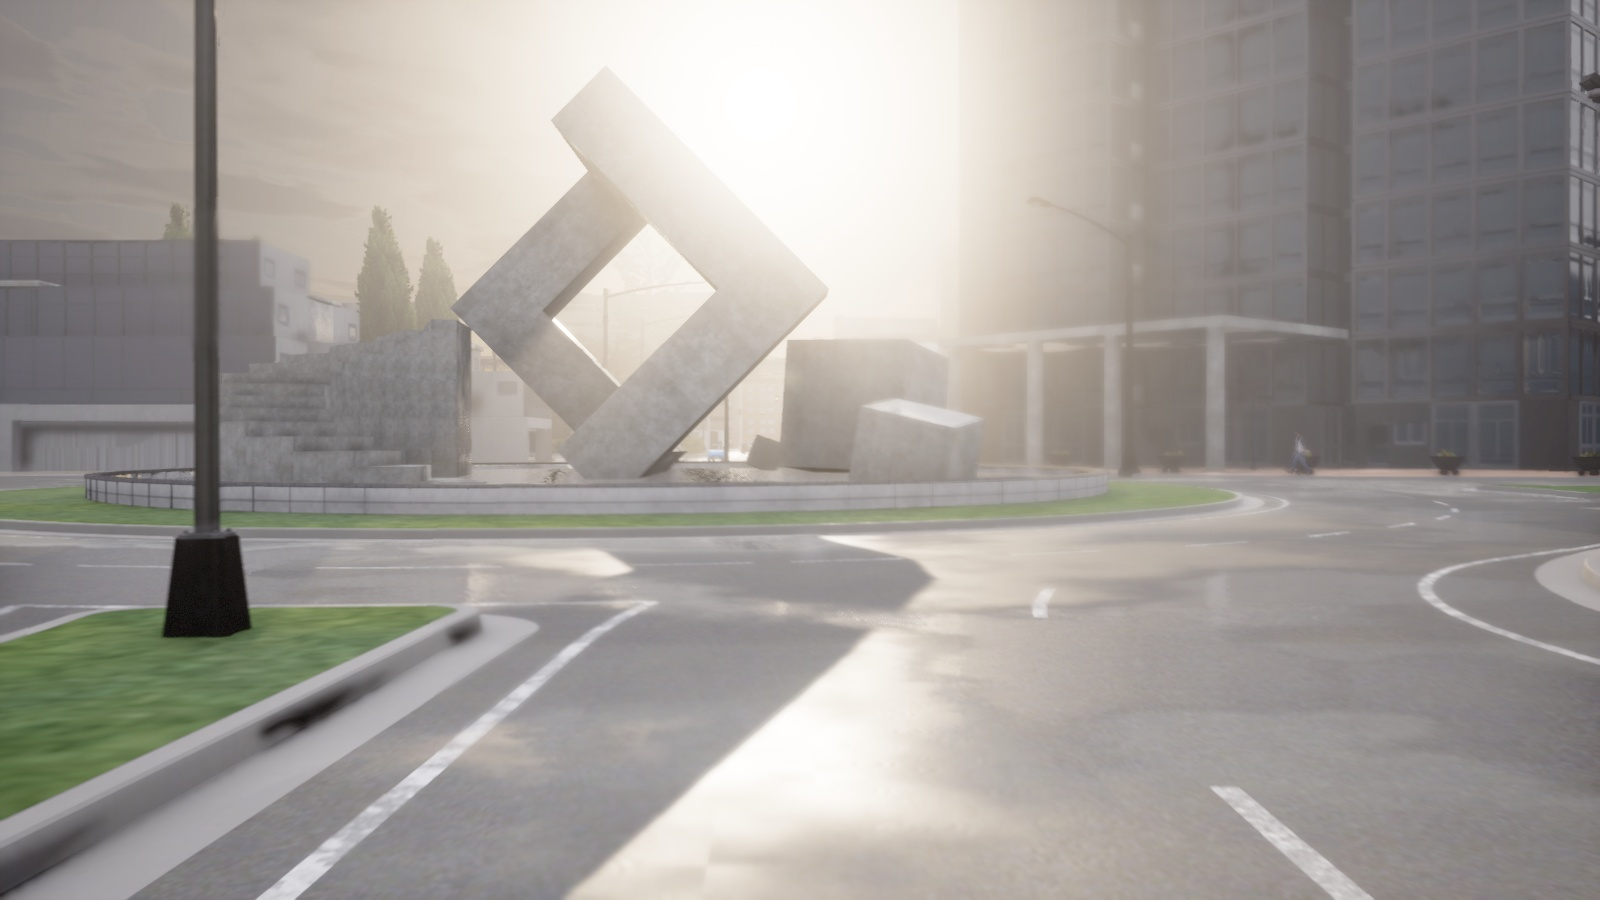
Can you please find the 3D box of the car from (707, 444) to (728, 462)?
[{"bbox_3d":[-6.285,0.203,95.477,1.481,1.376,2.207,0,0,0],"label":"car"}]

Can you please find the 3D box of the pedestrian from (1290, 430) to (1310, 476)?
[{"bbox_3d":[19.956,0.107,50.121,0.706,1.836,0.354,0,0,29],"label":"pedestrian"}]
